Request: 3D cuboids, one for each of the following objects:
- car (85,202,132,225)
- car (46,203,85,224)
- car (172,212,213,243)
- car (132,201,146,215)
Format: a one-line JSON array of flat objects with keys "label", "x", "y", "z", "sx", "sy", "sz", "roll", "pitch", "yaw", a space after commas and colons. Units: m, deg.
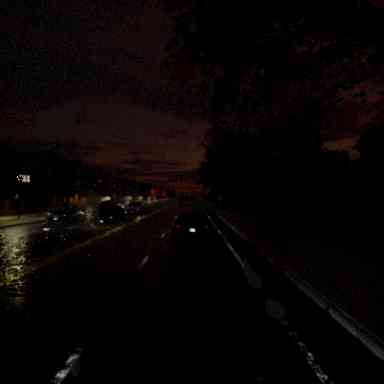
[{"label": "car", "x": -6.451, "y": 1.736, "z": 26.387, "sx": 2.033, "sy": 1.411, "sz": 5.357, "roll": 0, "pitch": -1, "yaw": 0}, {"label": "car", "x": -9.704, "y": 1.664, "z": 26.116, "sx": 2.128, "sy": 1.511, "sz": 4.902, "roll": 0, "pitch": -1, "yaw": 0}, {"label": "car", "x": 0.030, "y": 1.702, "z": 16.900, "sx": 1.994, "sy": 1.385, "sz": 4.181, "roll": 0, "pitch": 0, "yaw": 0}, {"label": "car", "x": -6.430, "y": 1.813, "z": 37.754, "sx": 1.812, "sy": 1.442, "sz": 4.674, "roll": 0, "pitch": -1, "yaw": 0}]
